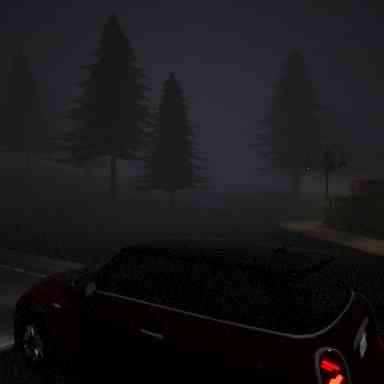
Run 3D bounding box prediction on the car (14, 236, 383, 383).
[{"bbox_3d":[-0.230,1.353,4.150,4.553,1.767,2.097,0,0,36],"label":"car"}]
